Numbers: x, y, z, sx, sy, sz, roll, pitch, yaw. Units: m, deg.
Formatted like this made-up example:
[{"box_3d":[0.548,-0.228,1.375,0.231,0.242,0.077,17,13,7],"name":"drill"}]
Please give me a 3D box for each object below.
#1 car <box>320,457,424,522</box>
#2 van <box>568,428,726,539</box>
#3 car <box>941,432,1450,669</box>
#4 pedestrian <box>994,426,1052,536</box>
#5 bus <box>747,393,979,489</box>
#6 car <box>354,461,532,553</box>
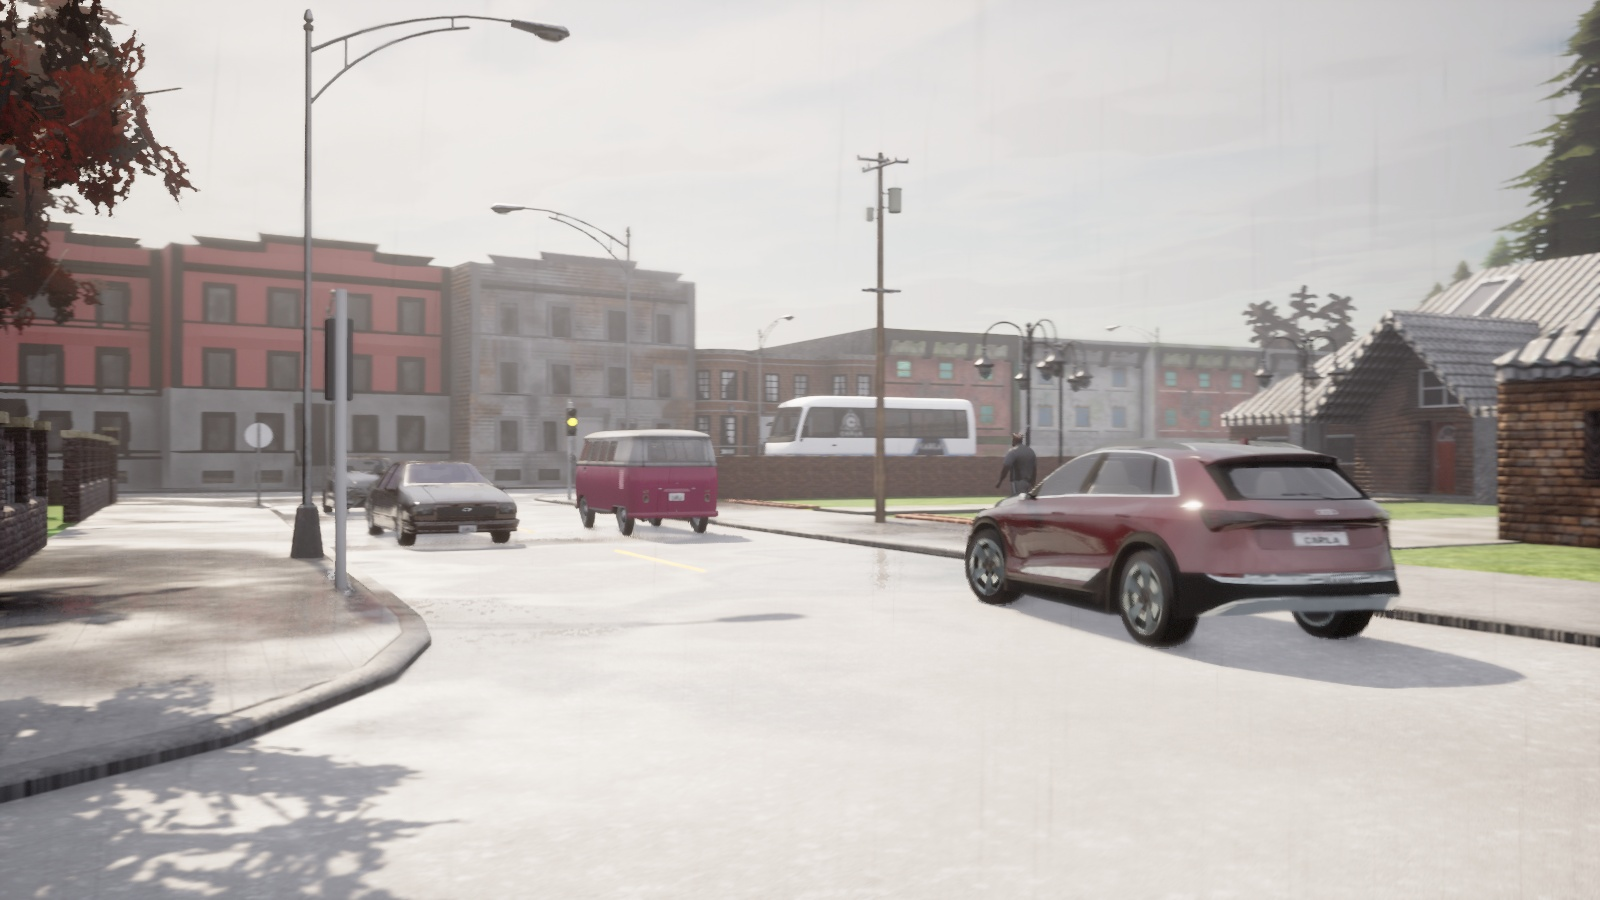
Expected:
[{"box_3d":[-10.709,0.923,31.246,1.816,1.474,4.193,0,0,-28],"name":"car"},{"box_3d":[-3.120,0.611,24.816,1.775,1.987,4.442,0,0,-25],"name":"van"},{"box_3d":[3.168,0.712,11.368,2.033,1.649,4.856,0,0,-16],"name":"car"},{"box_3d":[3.899,0.532,21.984,0.563,1.883,0.849,0,0,-32],"name":"pedestrian"},{"box_3d":[3.010,-0.398,59.361,10.273,4.253,3.944,0,0,-26],"name":"bus"},{"box_3d":[-6.510,0.907,22.439,2.033,1.411,5.357,0,0,-27],"name":"car"}]
